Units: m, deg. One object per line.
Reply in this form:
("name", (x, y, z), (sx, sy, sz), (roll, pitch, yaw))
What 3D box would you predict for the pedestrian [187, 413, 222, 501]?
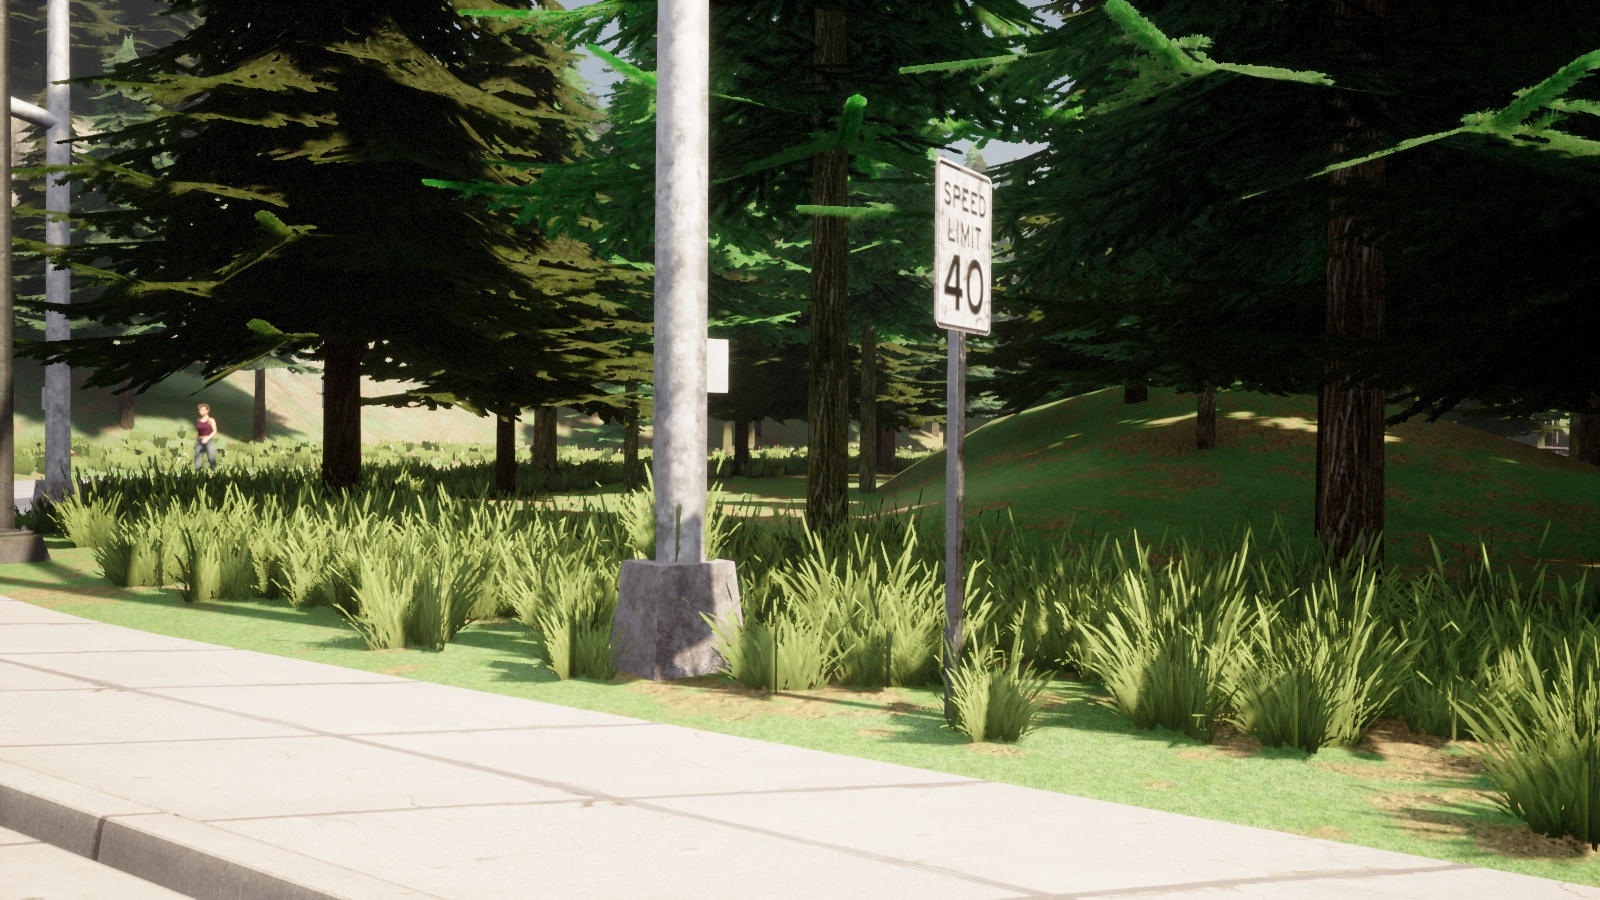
("pedestrian", (-12.612, 0.145, 26.597), (0.345, 1.836, 0.594), (0, 1, 14))
